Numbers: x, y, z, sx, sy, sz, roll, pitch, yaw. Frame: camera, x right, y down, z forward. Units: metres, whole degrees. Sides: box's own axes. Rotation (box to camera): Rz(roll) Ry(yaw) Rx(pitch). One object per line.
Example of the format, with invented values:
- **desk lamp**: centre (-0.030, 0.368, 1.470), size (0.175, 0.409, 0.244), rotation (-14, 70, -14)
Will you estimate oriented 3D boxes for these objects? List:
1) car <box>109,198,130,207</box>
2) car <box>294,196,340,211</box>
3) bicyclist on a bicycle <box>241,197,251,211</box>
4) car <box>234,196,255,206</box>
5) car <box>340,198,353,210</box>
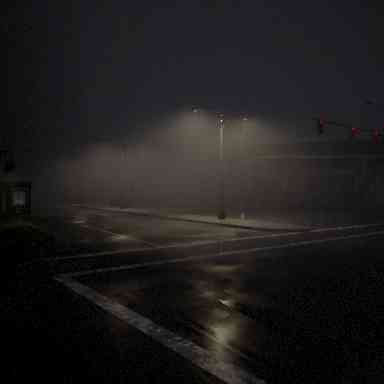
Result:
- **car**: centre (-11.077, 1.564, 50.732), size (1.994, 1.385, 4.181), rotation (0, 0, -35)
- **car**: centre (13.908, 1.295, 38.118), size (2.242, 1.667, 4.611), rotation (0, 0, -35)
- **bicyclist on a bicycle**: centre (6.331, 1.430, 39.760), size (1.656, 1.620, 0.582), rotation (-6, -7, -37)
- **car**: centre (8.849, 1.477, 55.698), size (1.882, 1.535, 5.008), rotation (0, 0, 34)
- **car**: centre (18.173, 1.456, 42.041), size (1.970, 1.475, 3.806), rotation (0, 0, -35)
